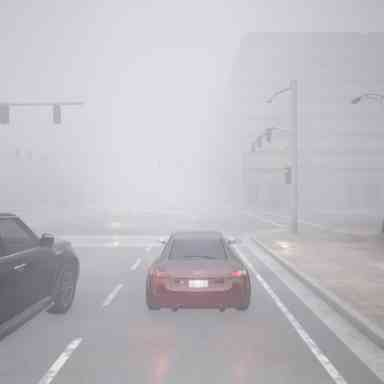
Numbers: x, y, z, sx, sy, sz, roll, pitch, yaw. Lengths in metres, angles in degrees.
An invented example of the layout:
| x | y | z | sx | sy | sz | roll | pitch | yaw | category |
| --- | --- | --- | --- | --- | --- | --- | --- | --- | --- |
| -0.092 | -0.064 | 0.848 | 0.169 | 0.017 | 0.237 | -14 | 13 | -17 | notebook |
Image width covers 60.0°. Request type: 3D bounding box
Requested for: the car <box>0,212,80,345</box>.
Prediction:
| x | y | z | sx | sy | sz | roll | pitch | yaw | category |
| --- | --- | --- | --- | --- | --- | --- | --- | --- | --- |
| -3.394 | 1.221 | 4.460 | 2.150 | 2.045 | 5.566 | 0 | 0 | 1 | car |

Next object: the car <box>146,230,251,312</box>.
| x | y | z | sx | sy | sz | roll | pitch | yaw | category |
| --- | --- | --- | --- | --- | --- | --- | --- | --- | --- |
| 0.117 | 1.564 | 7.784 | 1.994 | 1.385 | 4.181 | 0 | 0 | 0 | car |
